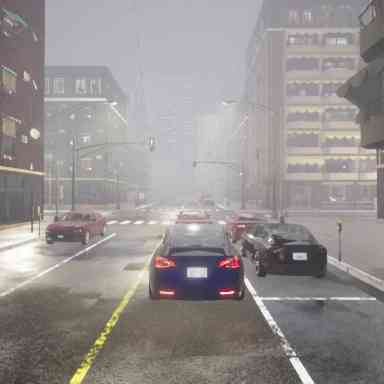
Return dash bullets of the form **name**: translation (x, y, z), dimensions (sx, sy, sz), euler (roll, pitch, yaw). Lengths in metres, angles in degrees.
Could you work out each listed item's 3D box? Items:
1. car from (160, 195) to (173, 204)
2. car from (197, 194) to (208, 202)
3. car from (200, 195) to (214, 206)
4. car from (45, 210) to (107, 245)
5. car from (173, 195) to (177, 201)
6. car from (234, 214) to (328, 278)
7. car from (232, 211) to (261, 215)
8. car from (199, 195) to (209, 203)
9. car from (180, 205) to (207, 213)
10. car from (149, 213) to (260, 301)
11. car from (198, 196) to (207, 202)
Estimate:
- **car**: translation (-5.360, 1.597, 65.090), dimensions (2.008, 1.369, 4.403), euler (1, 0, 0)
- **car**: translation (2.572, 1.359, 63.672), dimensions (2.192, 1.841, 5.009), euler (1, 0, 0)
- **car**: translation (2.673, 1.577, 53.726), dimensions (1.887, 1.381, 4.507), euler (1, 0, 0)
- **car**: translation (-5.282, 1.550, 15.638), dimensions (1.887, 1.381, 4.507), euler (1, 0, 0)
- **car**: translation (-5.356, 1.623, 87.848), dimensions (1.887, 1.381, 4.507), euler (1, 0, 0)
- **car**: translation (2.568, 1.569, 9.999), dimensions (1.947, 1.339, 4.313), euler (1, 0, 0)
- **car**: translation (2.565, 1.550, 15.670), dimensions (1.887, 1.381, 4.507), euler (1, 0, 0)
- **car**: translation (2.535, 1.493, 70.795), dimensions (1.967, 1.590, 4.097), euler (1, 0, 0)
- **car**: translation (0.084, 1.607, 18.104), dimensions (1.895, 1.301, 4.718), euler (0, 0, 0)
- **car**: translation (0.096, 1.506, 8.381), dimensions (2.163, 1.488, 4.792), euler (0, 0, 0)
- **car**: translation (2.527, 1.635, 82.175), dimensions (1.947, 1.339, 4.313), euler (1, 0, 0)
